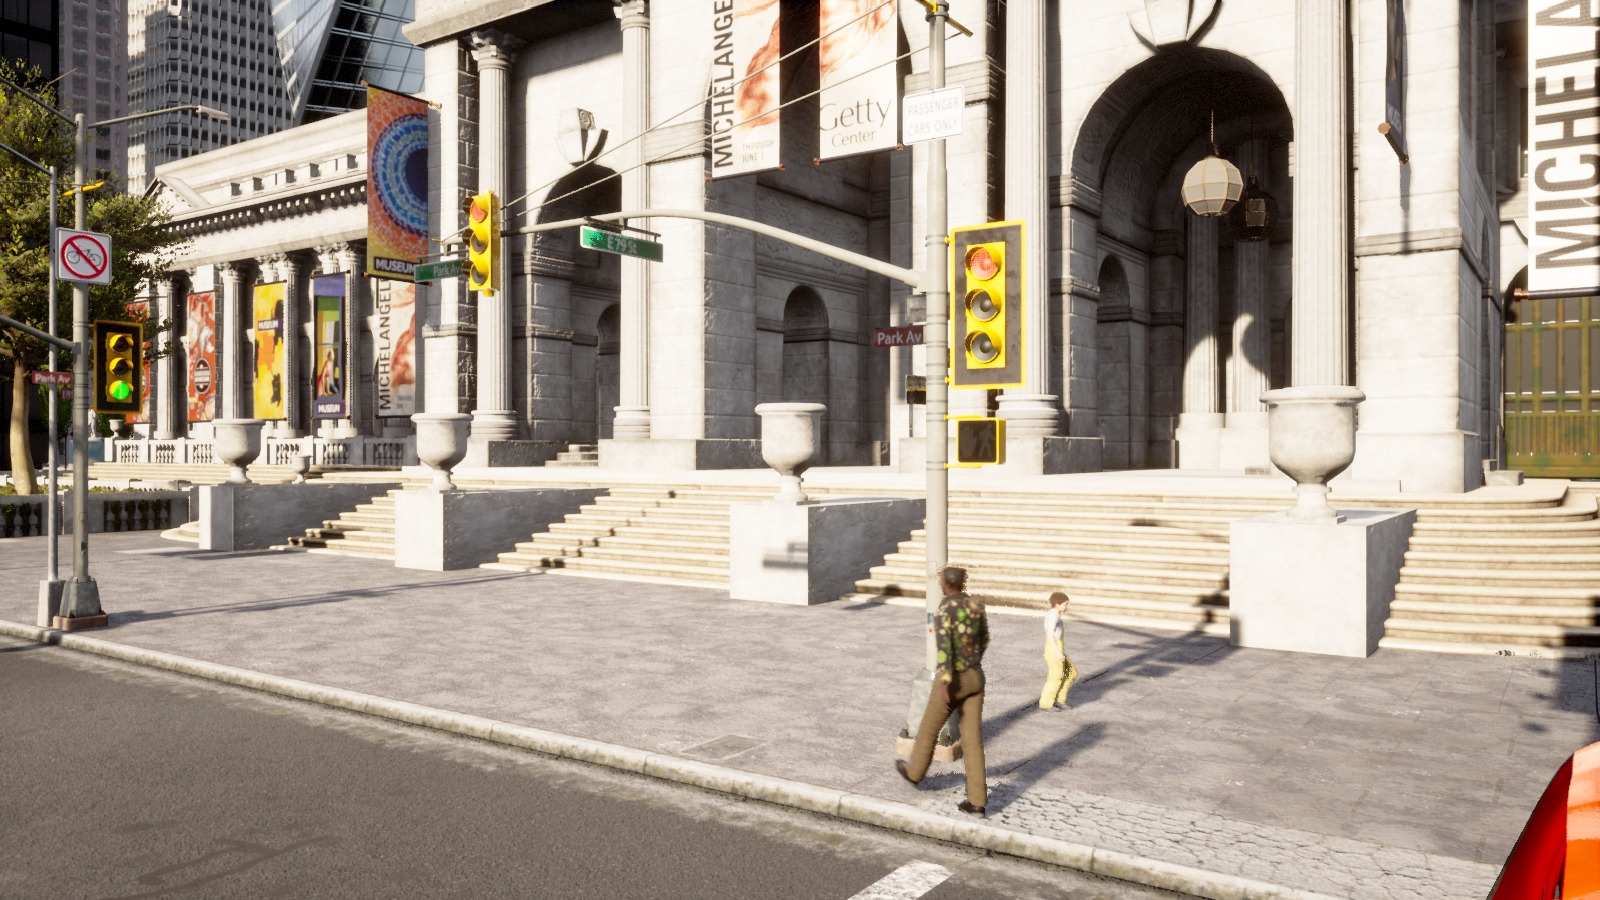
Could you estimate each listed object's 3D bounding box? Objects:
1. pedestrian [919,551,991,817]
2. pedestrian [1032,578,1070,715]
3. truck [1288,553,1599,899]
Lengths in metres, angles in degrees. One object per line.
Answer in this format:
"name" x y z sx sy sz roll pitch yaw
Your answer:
"pedestrian" 1.143 1.694 8.417 0.375 1.860 0.375 0 0 -28
"pedestrian" 2.537 1.975 11.554 0.375 1.300 0.375 0 0 12
"truck" 3.608 1.563 1.255 5.204 2.467 2.627 0 0 35
